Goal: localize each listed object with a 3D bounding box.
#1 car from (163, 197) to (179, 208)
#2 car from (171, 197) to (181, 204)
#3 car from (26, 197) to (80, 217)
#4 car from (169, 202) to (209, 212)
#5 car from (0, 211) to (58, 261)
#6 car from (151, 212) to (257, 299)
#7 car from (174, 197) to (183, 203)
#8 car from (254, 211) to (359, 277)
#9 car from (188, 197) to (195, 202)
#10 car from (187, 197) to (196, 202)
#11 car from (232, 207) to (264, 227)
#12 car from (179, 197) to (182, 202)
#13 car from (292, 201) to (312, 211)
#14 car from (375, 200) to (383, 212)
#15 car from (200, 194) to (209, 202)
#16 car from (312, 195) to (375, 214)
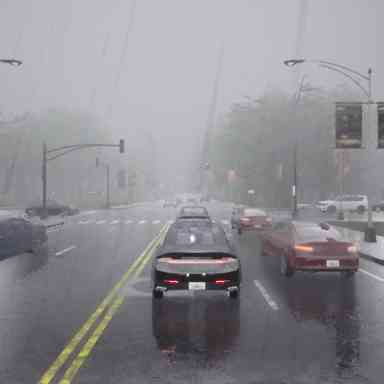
[{"bbox_3d":[-3.411,1.760,52.026,1.895,1.301,4.718,0,0,0],"label":"car"},{"bbox_3d":[-3.343,1.850,71.289,1.994,1.385,4.181,0,-1,0],"label":"car"},{"bbox_3d":[-12.704,1.382,30.616,4.553,1.767,2.097,0,0,-1],"label":"car"},{"bbox_3d":[0.078,1.517,17.879,2.128,1.511,4.902,0,0,0],"label":"car"},{"bbox_3d":[-6.562,1.554,10.786,2.033,1.411,5.357,0,0,0],"label":"car"},{"bbox_3d":[0.089,1.496,8.471,2.128,1.511,4.902,0,0,0],"label":"car"},{"bbox_3d":[-3.357,1.945,81.766,2.033,1.411,5.357,0,-1,0],"label":"car"},{"bbox_3d":[3.333,1.533,10.189,1.812,1.442,4.674,0,0,0],"label":"car"},{"bbox_3d":[-0.122,1.965,92.967,1.994,1.385,4.181,0,-1,0],"label":"car"},{"bbox_3d":[-0.107,1.893,82.514,1.882,1.535,5.008,0,-1,0],"label":"car"},{"bbox_3d":[3.336,1.555,18.997,1.812,1.442,4.674,0,0,1],"label":"car"},{"bbox_3d":[-3.395,1.705,61.378,2.128,1.511,4.902,0,0,1],"label":"car"},{"bbox_3d":[14.813,1.772,40.790,4.718,1.301,1.895,0,0,0],"label":"car"},{"bbox_3d":[23.945,1.695,40.874,5.008,1.535,1.882,0,0,0],"label":"car"},{"bbox_3d":[3.143,1.642,82.584,2.150,2.045,5.566,0,-1,0],"label":"car"},{"bbox_3d":[17.058,1.399,37.567,5.566,2.045,2.150,0,0,-1],"label":"car"}]
